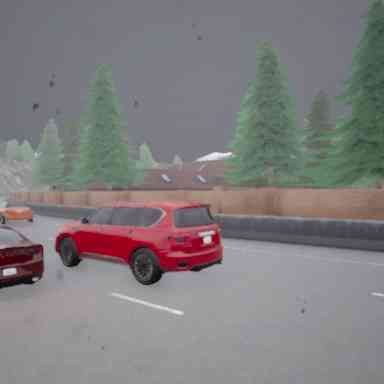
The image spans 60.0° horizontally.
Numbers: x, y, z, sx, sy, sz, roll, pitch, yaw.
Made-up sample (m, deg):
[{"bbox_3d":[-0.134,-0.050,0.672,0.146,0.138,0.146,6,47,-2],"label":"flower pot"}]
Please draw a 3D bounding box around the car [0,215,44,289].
[{"bbox_3d":[-5.714,1.524,8.575,5.008,1.535,1.882,0,0,40],"label":"car"}]

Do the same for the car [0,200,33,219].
[{"bbox_3d":[-14.219,1.487,26.118,2.097,1.767,4.553,0,0,-43],"label":"car"}]

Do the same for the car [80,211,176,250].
[{"bbox_3d":[-3.097,1.671,15.511,4.718,1.301,1.895,0,0,40],"label":"car"}]

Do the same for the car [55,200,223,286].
[{"bbox_3d":[-1.753,1.268,9.831,5.566,2.045,2.150,0,0,37],"label":"car"}]
